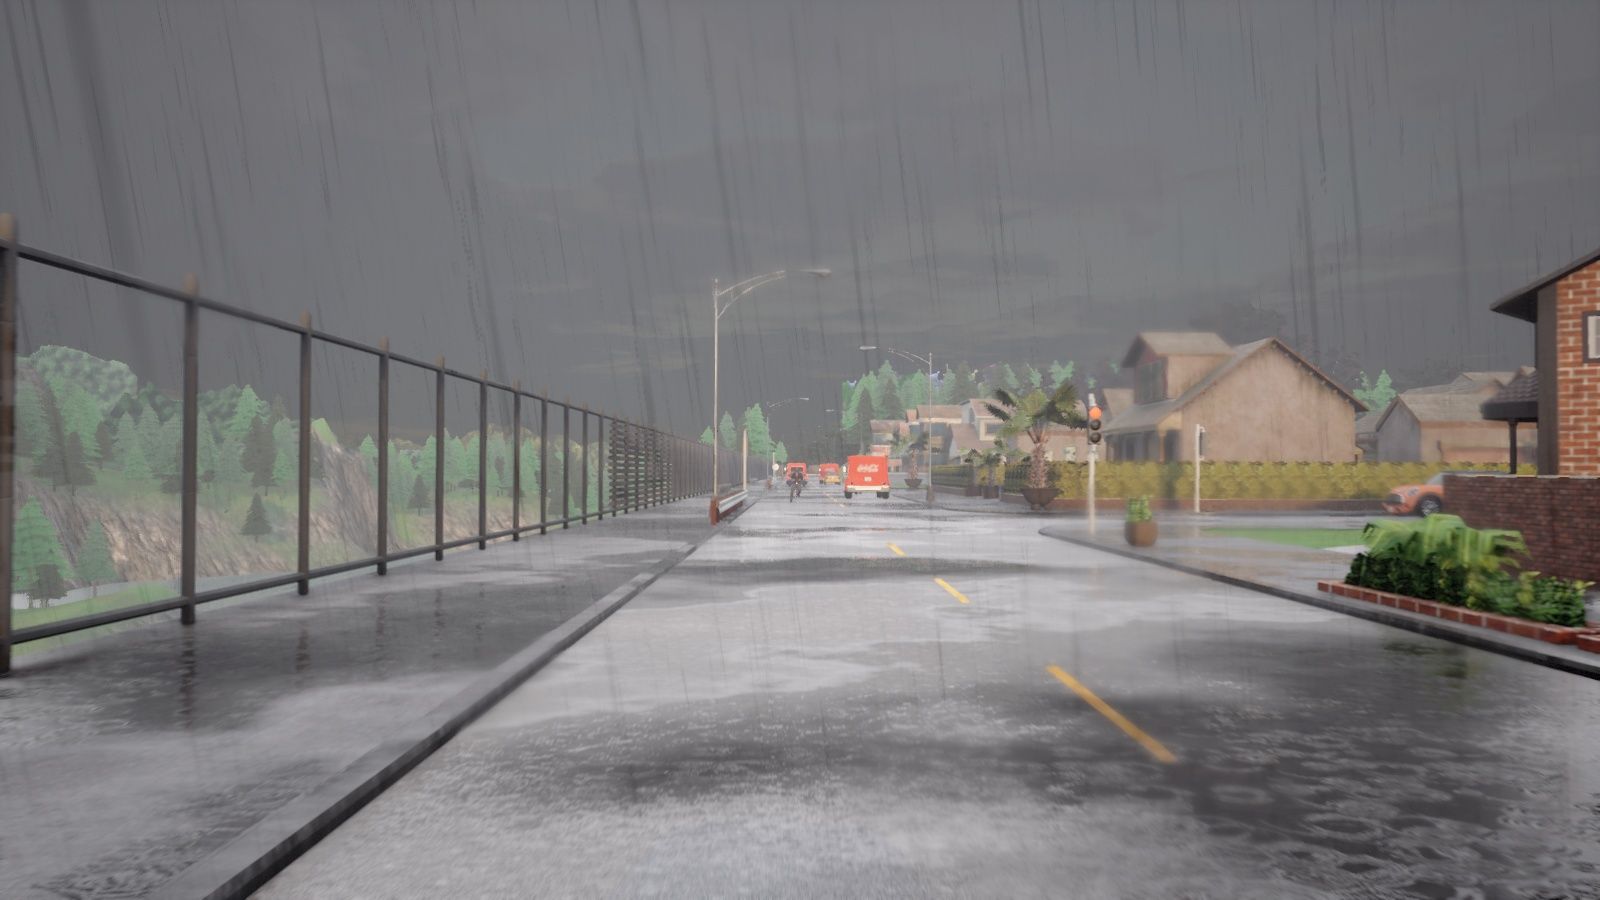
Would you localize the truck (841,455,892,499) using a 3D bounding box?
[{"bbox_3d":[3.822,1.537,73.115,2.627,2.467,5.204,0,-1,0],"label":"truck"}]

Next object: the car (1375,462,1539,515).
[{"bbox_3d":[22.620,1.308,43.349,4.553,1.767,2.097,0,-1,0],"label":"car"}]
